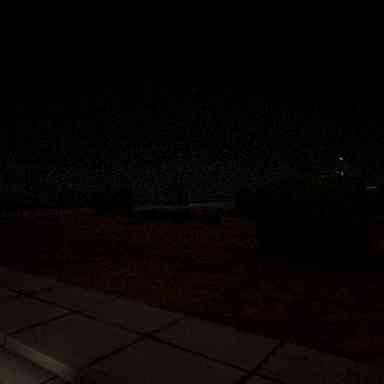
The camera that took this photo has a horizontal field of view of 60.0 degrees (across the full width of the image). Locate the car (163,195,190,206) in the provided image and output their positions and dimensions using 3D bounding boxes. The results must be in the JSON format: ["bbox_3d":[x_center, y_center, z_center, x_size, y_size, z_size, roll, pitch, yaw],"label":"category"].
[{"bbox_3d":[-2.247,1.273,51.066,2.097,1.767,4.553,0,0,38],"label":"car"}]
